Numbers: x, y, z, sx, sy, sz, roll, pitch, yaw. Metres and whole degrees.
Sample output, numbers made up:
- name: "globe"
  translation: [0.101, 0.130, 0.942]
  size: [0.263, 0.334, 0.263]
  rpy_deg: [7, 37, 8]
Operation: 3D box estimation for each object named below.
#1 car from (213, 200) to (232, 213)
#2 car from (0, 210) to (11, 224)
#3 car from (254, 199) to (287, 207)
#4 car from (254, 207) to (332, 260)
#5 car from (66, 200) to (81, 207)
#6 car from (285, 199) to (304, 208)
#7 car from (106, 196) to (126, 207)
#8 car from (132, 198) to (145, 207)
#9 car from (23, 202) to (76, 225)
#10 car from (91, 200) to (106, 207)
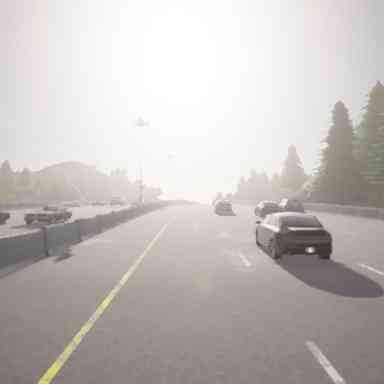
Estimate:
- name: "car"
  translation: [3.600, 1.659, 39.366]
  size: [1.882, 1.535, 5.008]
  rpy_deg: [0, -1, 0]
- name: "car"
  translation: [-14.089, 1.638, 21.960]
  size: [1.895, 1.301, 4.718]
  rpy_deg: [0, 0, 0]
- name: "car"
  translation: [7.101, 1.606, 31.345]
  size: [1.837, 1.490, 4.892]
  rpy_deg: [0, 0, 0]
- name: "car"
  translation: [3.600, 1.517, 12.533]
  size: [1.837, 1.490, 4.892]
  rpy_deg: [0, 0, 0]
- name: "car"
  translation: [-21.011, 2.016, 58.209]
  size: [2.033, 1.411, 5.357]
  rpy_deg: [0, -1, 0]
- name: "car"
  translation: [10.600, 1.499, 36.214]
  size: [2.097, 1.767, 4.553]
  rpy_deg: [0, -1, 0]
- name: "car"
  translation: [-14.005, 1.779, 63.007]
  size: [2.150, 2.045, 5.566]
  rpy_deg: [0, -1, 0]
- name: "car"
  translation: [-10.503, 1.972, 65.726]
  size: [2.097, 1.767, 4.553]
  rpy_deg: [0, -1, 0]
- name: "car"
  translation: [-10.586, 1.653, 24.759]
  size: [1.895, 1.301, 4.718]
  rpy_deg: [0, 0, 0]
- name: "car"
  translation: [-17.501, 2.165, 62.975]
  size: [1.895, 1.301, 4.718]
  rpy_deg: [0, -1, 0]
